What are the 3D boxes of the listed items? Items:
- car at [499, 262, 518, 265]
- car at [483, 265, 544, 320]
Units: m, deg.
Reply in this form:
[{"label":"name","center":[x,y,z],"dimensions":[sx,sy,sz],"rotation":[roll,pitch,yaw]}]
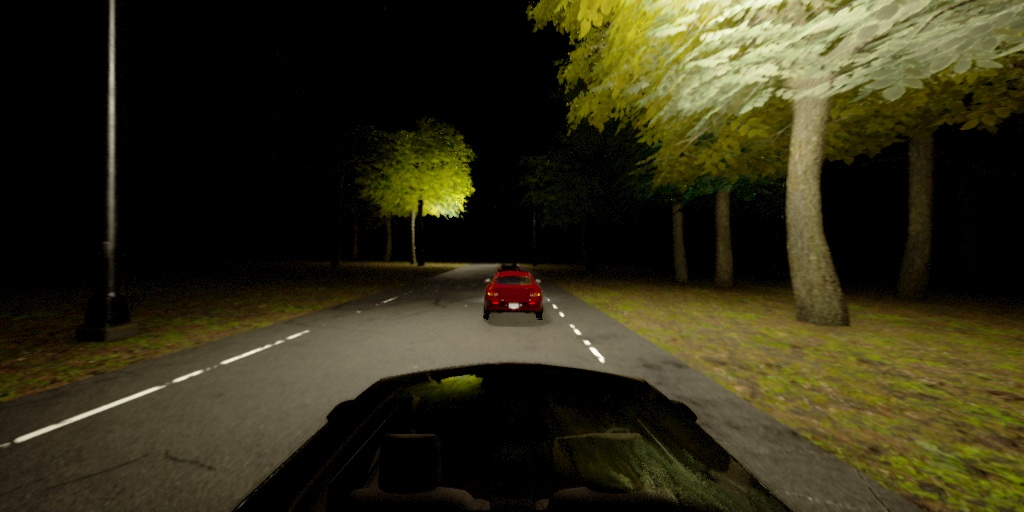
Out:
[{"label":"car","center":[-0.295,1.224,31.867],"dimensions":[1.994,1.385,4.181],"rotation":[0,0,-1]},{"label":"car","center":[0.039,1.223,12.363],"dimensions":[1.812,1.442,4.674],"rotation":[1,0,0]}]
